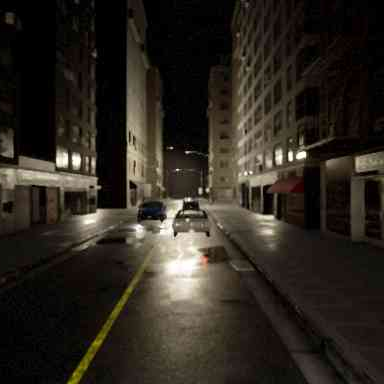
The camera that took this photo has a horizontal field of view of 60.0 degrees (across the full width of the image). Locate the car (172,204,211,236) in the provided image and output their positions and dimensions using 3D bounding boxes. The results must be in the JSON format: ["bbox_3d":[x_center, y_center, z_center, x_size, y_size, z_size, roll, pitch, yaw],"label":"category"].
[{"bbox_3d":[-0.024,1.545,17.817,1.895,1.301,4.718,0,0,0],"label":"car"}]

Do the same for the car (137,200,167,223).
[{"bbox_3d":[-2.906,1.410,25.025,1.882,1.535,5.008,0,0,0],"label":"car"}]

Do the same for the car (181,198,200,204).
[{"bbox_3d":[-0.145,1.381,37.786,2.128,1.511,4.902,0,0,0],"label":"car"}]
